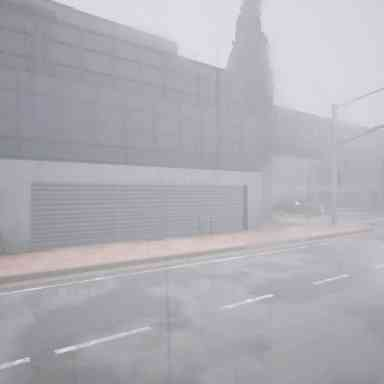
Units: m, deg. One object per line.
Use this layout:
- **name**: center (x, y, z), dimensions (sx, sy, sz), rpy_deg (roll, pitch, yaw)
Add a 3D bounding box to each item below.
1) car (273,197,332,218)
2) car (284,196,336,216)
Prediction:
- **car**: center (9.695, 1.491, 30.350), dimensions (2.128, 1.511, 4.902), rpy_deg (0, 0, -37)
- **car**: center (11.785, 1.352, 33.407), dimensions (2.097, 1.767, 4.553), rpy_deg (0, 0, -37)
